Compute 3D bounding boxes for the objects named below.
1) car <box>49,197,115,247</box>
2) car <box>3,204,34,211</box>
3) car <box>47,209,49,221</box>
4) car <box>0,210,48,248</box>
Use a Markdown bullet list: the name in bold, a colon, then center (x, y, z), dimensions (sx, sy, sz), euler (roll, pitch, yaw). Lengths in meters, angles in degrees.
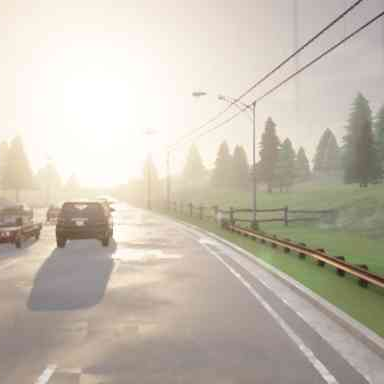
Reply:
- **car**: center (-4.988, 1.371, 16.025), dimensions (2.150, 2.045, 5.566), euler (0, 0, -10)
- **car**: center (-15.521, 1.798, 29.780), dimensions (1.837, 1.490, 4.892), euler (0, 0, -15)
- **car**: center (-12.134, 1.789, 30.664), dimensions (2.128, 1.511, 4.902), euler (0, 0, -15)
- **car**: center (-8.453, 1.753, 15.502), dimensions (1.895, 1.301, 4.718), euler (0, -1, -10)
